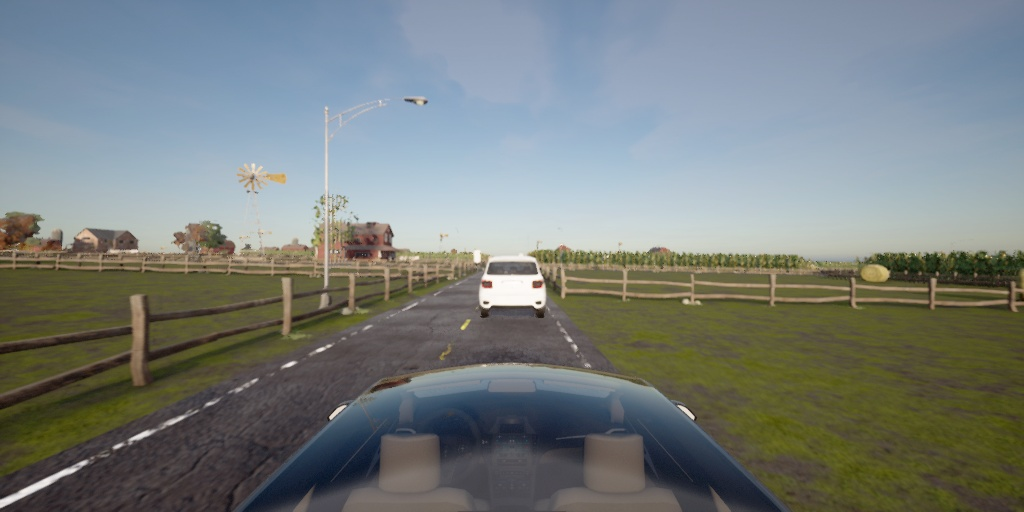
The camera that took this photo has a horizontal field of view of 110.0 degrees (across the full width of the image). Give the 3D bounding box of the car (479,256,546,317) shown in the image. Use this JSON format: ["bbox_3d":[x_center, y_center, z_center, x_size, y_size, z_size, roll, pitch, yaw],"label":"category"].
[{"bbox_3d":[0.037,1.024,13.507,2.150,2.045,5.566,0,0,1],"label":"car"}]
